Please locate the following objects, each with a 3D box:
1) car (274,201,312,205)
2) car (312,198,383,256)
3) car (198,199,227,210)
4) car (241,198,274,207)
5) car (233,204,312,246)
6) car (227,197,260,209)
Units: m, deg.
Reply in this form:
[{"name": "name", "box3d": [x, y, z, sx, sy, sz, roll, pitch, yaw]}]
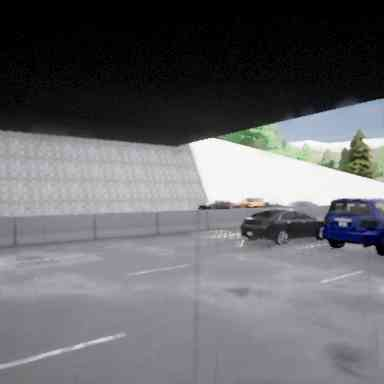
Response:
[{"name": "car", "box3d": [10.683, 1.582, 33.106, 4.674, 1.442, 1.812, 0, 0, -35]}, {"name": "car", "box3d": [7.583, 1.250, 13.462, 5.566, 2.045, 2.150, 0, 0, -35]}, {"name": "car", "box3d": [3.323, 1.600, 40.757, 5.357, 1.411, 2.033, 0, 0, -35]}, {"name": "car", "box3d": [7.902, 1.655, 35.424, 4.718, 1.301, 1.895, 0, 0, -35]}, {"name": "car", "box3d": [4.429, 1.530, 15.511, 4.892, 1.490, 1.837, 0, 0, -36]}, {"name": "car", "box3d": [6.746, 1.408, 38.893, 4.553, 1.767, 2.097, 0, 0, -35]}]
